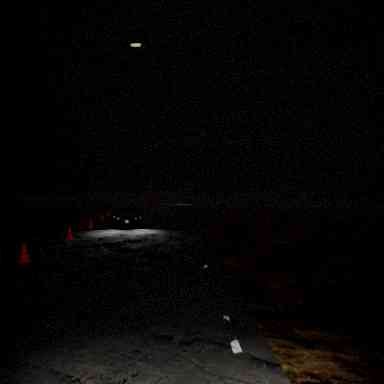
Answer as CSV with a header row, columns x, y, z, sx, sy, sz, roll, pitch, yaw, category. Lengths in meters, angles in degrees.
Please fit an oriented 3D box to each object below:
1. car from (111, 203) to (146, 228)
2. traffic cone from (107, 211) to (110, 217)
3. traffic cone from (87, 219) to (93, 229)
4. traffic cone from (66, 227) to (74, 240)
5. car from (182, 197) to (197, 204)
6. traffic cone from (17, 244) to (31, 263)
x,y,z,sx,sy,sz,roll,pitch,yaw,category
-4.143,1.492,22.024,1.837,1.490,4.892,0,0,-7,car
-7.621,1.937,30.125,0.340,0.580,0.340,0,0,-10,traffic cone
-6.206,1.938,20.376,0.340,0.580,0.340,0,0,-7,traffic cone
-5.700,1.940,15.476,0.340,0.580,0.340,0,0,-5,traffic cone
-0.575,1.850,72.230,1.882,1.535,5.008,0,-1,23,car
-5.327,1.941,10.564,0.340,0.580,0.340,0,0,-4,traffic cone
